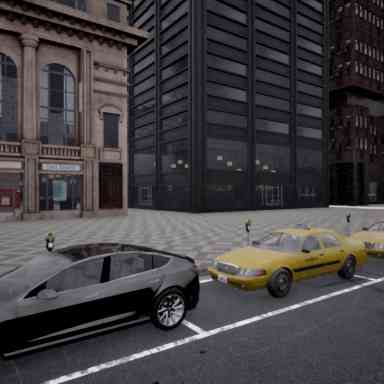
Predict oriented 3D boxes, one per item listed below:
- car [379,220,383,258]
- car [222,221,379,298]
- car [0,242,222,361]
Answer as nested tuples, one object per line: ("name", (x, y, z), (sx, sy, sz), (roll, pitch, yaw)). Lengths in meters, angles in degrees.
("car", (7.211, 1.525, 11.760), (4.829, 1.417, 1.752), (0, 0, -35))
("car", (2.611, 1.525, 8.495), (4.829, 1.417, 1.752), (0, 0, -35))
("car", (-1.850, 1.566, 5.329), (4.313, 1.339, 1.947), (0, 0, -35))
